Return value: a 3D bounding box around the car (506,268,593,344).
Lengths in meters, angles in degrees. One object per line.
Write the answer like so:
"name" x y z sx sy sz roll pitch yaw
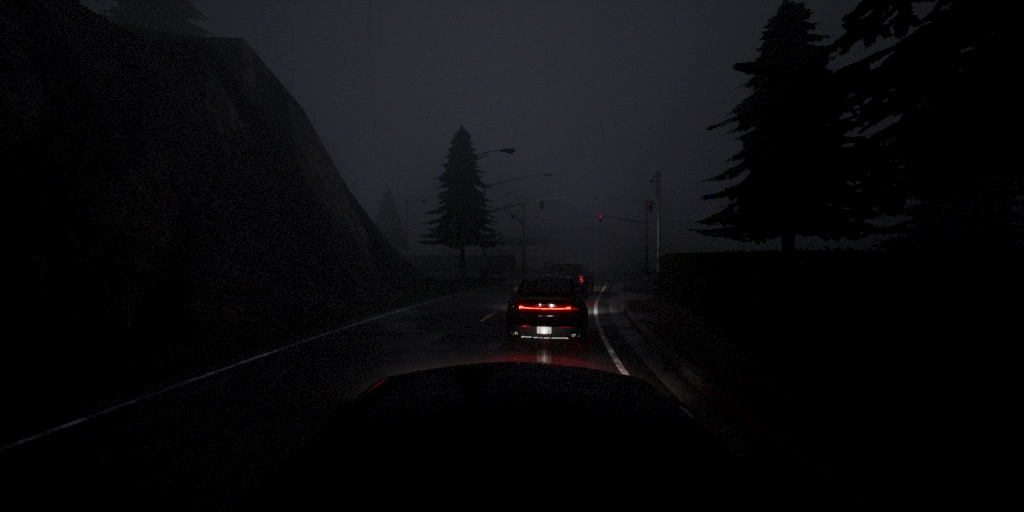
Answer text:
"car" 1.021 1.255 9.648 1.837 1.490 4.892 0 0 9

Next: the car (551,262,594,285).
"car" 3.024 1.102 18.569 2.097 1.767 4.553 0 0 17
